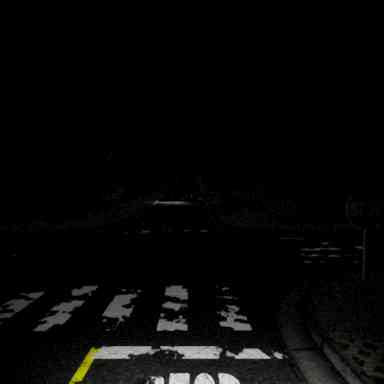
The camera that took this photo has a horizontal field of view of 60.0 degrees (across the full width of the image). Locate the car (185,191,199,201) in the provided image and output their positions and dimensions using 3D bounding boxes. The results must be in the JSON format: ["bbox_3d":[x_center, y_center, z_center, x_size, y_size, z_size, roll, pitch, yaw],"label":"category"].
[{"bbox_3d":[-0.048,0.561,50.226,1.994,1.385,4.181,0,2,0],"label":"car"}]

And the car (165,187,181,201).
[{"bbox_3d":[-2.798,0.214,50.339,2.150,2.045,5.566,0,2,0],"label":"car"}]
